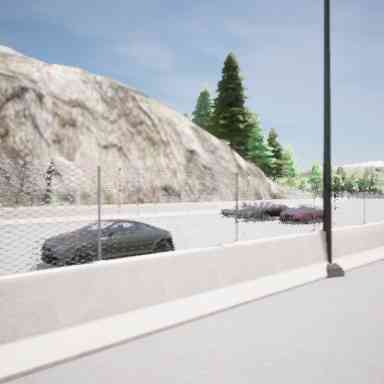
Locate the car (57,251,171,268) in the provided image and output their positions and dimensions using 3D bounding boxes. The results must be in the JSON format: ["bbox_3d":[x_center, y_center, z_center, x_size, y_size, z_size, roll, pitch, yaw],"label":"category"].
[{"bbox_3d":[-2.624,1.583,10.883,4.181,1.385,1.994,0,0,-37],"label":"car"}]
